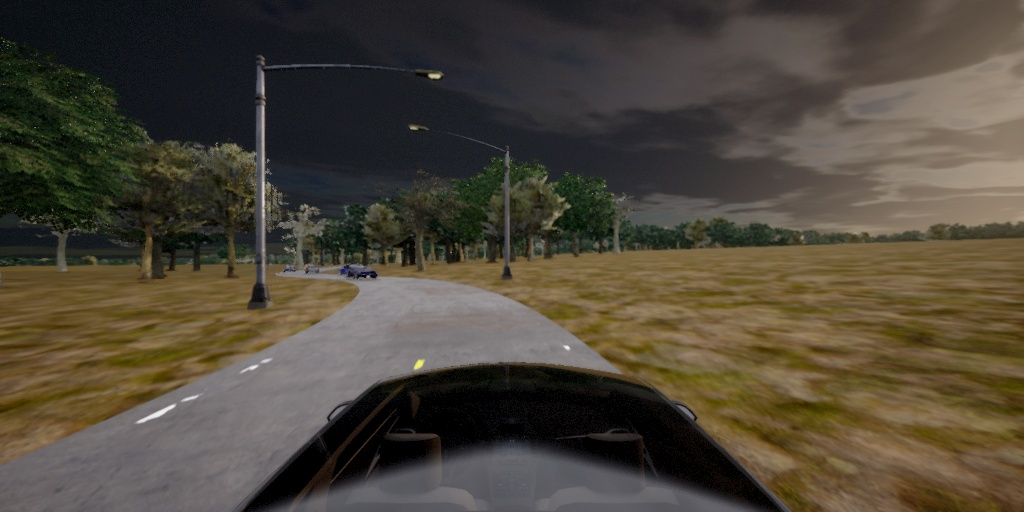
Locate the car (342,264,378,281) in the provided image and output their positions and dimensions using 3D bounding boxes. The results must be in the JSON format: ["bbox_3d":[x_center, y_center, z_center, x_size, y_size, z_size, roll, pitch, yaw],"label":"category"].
[{"bbox_3d":[-14.136,1.579,33.655,1.895,1.301,4.718,1,-2,-38],"label":"car"}]

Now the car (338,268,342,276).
[{"bbox_3d":[-20.975,1.811,46.894,5.008,1.535,1.882,-2,-2,44],"label":"car"}]
